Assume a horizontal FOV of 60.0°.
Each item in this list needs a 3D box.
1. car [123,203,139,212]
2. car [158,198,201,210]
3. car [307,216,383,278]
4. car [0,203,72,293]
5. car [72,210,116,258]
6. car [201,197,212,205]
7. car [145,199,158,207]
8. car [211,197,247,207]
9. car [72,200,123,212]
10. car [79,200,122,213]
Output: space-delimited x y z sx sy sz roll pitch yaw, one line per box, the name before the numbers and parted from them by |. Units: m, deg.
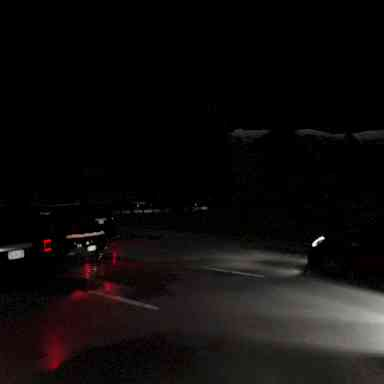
car | -8.599 1.665 38.217 2.033 1.411 5.357 0 0 40
car | -1.632 1.601 44.902 4.902 1.511 2.128 0 0 -41
car | 5.448 1.353 8.689 4.553 1.767 2.097 -1 0 35
car | -5.525 1.284 7.885 5.566 2.045 2.150 0 0 35
car | -5.135 1.561 11.903 4.902 1.511 2.128 0 0 35
car | 3.158 1.587 53.066 5.008 1.535 1.882 0 0 -35
car | -4.355 1.597 47.142 5.008 1.535 1.882 0 0 -41
car | 5.682 1.624 50.586 4.674 1.442 1.812 0 0 -35
car | -5.981 1.433 16.793 4.553 1.767 2.097 0 0 35
car | -11.091 1.729 40.591 1.895 1.301 4.718 0 0 43
